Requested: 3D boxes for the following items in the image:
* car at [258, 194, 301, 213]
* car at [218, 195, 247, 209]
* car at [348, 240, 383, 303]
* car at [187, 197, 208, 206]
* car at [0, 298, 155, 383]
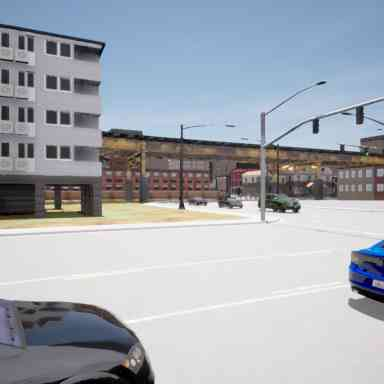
[{"bbox_3d":[9.641,1.222,37.280,2.150,2.045,5.566,0,0,-26],"label":"car"},{"bbox_3d":[5.267,1.526,46.433,1.812,1.442,4.674,0,0,-25],"label":"car"},{"bbox_3d":[5.554,1.478,6.907,5.008,1.535,1.882,0,0,-25],"label":"car"},{"bbox_3d":[0.846,1.547,55.884,2.033,1.411,5.357,0,0,-20],"label":"car"},{"bbox_3d":[-2.423,1.564,2.754,4.181,1.385,1.994,0,0,-32],"label":"car"}]
